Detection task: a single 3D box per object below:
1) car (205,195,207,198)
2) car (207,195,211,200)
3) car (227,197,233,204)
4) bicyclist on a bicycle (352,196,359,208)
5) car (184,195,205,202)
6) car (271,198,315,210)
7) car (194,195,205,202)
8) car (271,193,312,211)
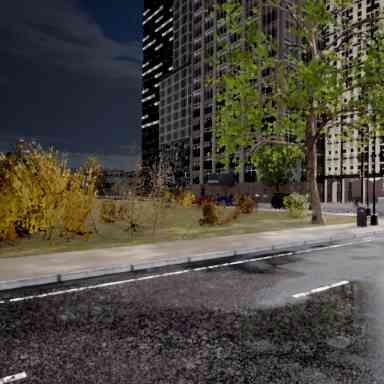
[{"bbox_3d":[0.261,1.431,61.699,1.812,1.442,4.674,1,-1,-33],"label":"car"},{"bbox_3d":[2.739,1.305,64.009,2.097,1.767,4.553,1,0,-33],"label":"car"},{"bbox_3d":[6.097,1.526,64.744,1.812,1.442,4.674,1,0,-34],"label":"car"},{"bbox_3d":[23.111,1.398,47.018,1.656,1.620,0.582,1,0,-34],"label":"bicyclist on a bicycle"},{"bbox_3d":[0.528,1.395,73.053,2.033,1.411,5.357,1,0,-34],"label":"car"},{"bbox_3d":[12.888,1.485,42.764,2.033,1.411,5.357,1,0,-34],"label":"car"},{"bbox_3d":[-0.433,1.342,56.853,1.882,1.535,5.008,1,-1,-33],"label":"car"},{"bbox_3d":[11.723,1.116,38.672,2.150,2.045,5.566,1,0,-34],"label":"car"}]
